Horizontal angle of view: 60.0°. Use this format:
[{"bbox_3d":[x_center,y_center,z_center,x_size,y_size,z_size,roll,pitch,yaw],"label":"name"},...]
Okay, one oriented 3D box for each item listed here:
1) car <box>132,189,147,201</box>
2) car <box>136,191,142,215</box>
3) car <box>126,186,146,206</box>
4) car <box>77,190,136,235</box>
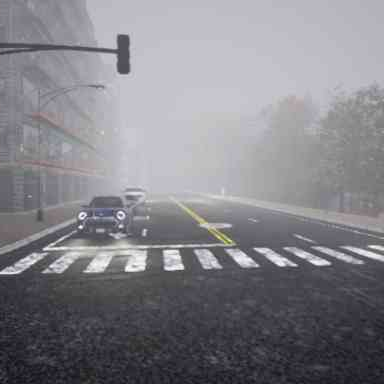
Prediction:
[{"bbox_3d":[-7.563,0.415,48.049,1.837,1.490,4.892,0,2,-6],"label":"car"},{"bbox_3d":[-5.116,0.913,25.747,1.812,1.442,4.674,0,1,-6],"label":"car"},{"bbox_3d":[-6.293,0.385,36.225,2.150,2.045,5.566,0,1,-7],"label":"car"},{"bbox_3d":[-4.008,0.951,15.873,2.097,1.767,4.553,0,1,-6],"label":"car"}]
